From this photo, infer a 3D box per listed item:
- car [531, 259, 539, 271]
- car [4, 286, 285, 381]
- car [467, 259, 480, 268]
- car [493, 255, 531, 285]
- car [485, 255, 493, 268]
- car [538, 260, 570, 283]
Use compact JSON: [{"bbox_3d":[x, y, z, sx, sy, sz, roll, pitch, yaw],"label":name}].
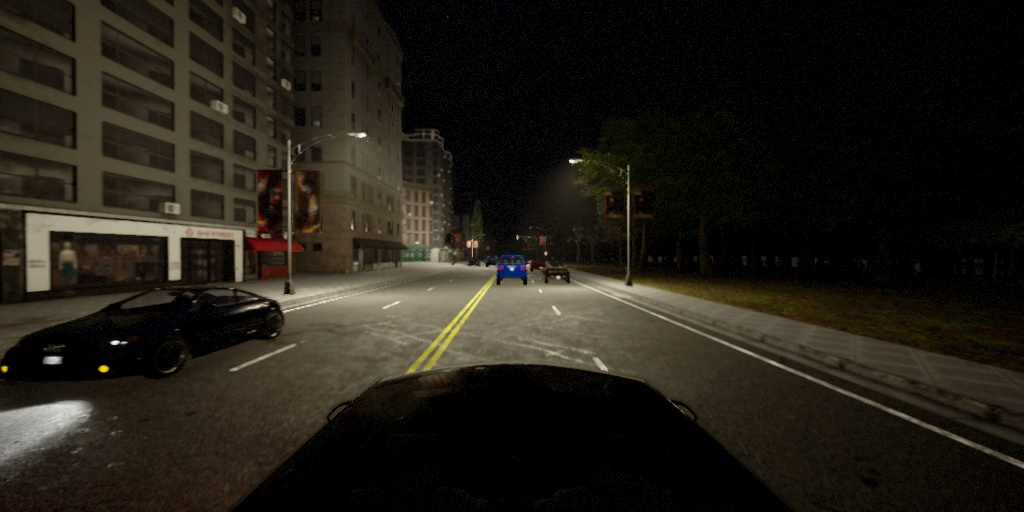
[{"bbox_3d":[3.320,1.189,46.834,1.882,1.535,5.008,0,0,0],"label":"car"},{"bbox_3d":[-6.598,1.311,7.143,1.994,1.385,4.181,0,0,0],"label":"car"},{"bbox_3d":[-6.547,1.198,61.639,1.837,1.490,4.892,0,0,1],"label":"car"},{"bbox_3d":[0.001,0.953,26.202,2.150,2.045,5.566,0,0,0],"label":"car"},{"bbox_3d":[-3.303,0.911,60.582,2.150,2.045,5.566,0,0,1],"label":"car"},{"bbox_3d":[3.263,1.238,27.511,1.837,1.490,4.892,0,0,0],"label":"car"}]
